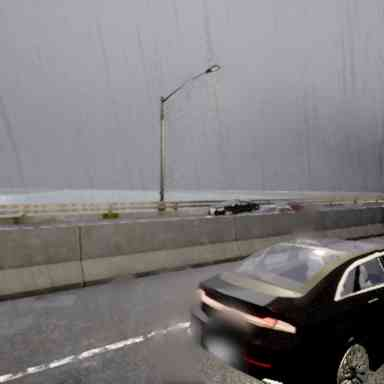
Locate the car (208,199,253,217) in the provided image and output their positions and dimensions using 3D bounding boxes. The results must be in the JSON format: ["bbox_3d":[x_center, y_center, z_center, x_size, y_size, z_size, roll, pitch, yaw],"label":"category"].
[{"bbox_3d":[3.577,1.327,27.858,4.902,1.511,2.128,0,0,-36],"label":"car"}]

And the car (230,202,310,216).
[{"bbox_3d":[4.832,1.485,20.115,4.718,1.301,1.895,0,0,-36],"label":"car"}]

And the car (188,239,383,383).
[{"bbox_3d":[2.241,1.463,4.945,4.902,1.511,2.128,0,0,-36],"label":"car"}]
